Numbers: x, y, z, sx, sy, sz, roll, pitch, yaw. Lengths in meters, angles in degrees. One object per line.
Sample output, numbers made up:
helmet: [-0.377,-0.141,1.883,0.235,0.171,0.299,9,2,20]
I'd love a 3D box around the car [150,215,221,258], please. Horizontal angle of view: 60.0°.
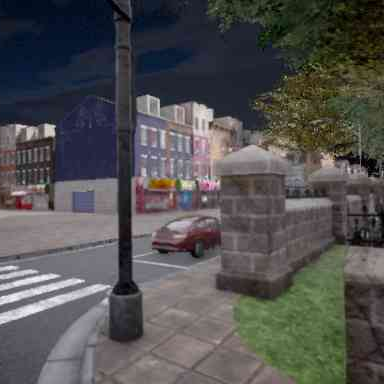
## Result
car: [0.233,1.482,12.139,1.802,1.307,4.206,0,0,34]
